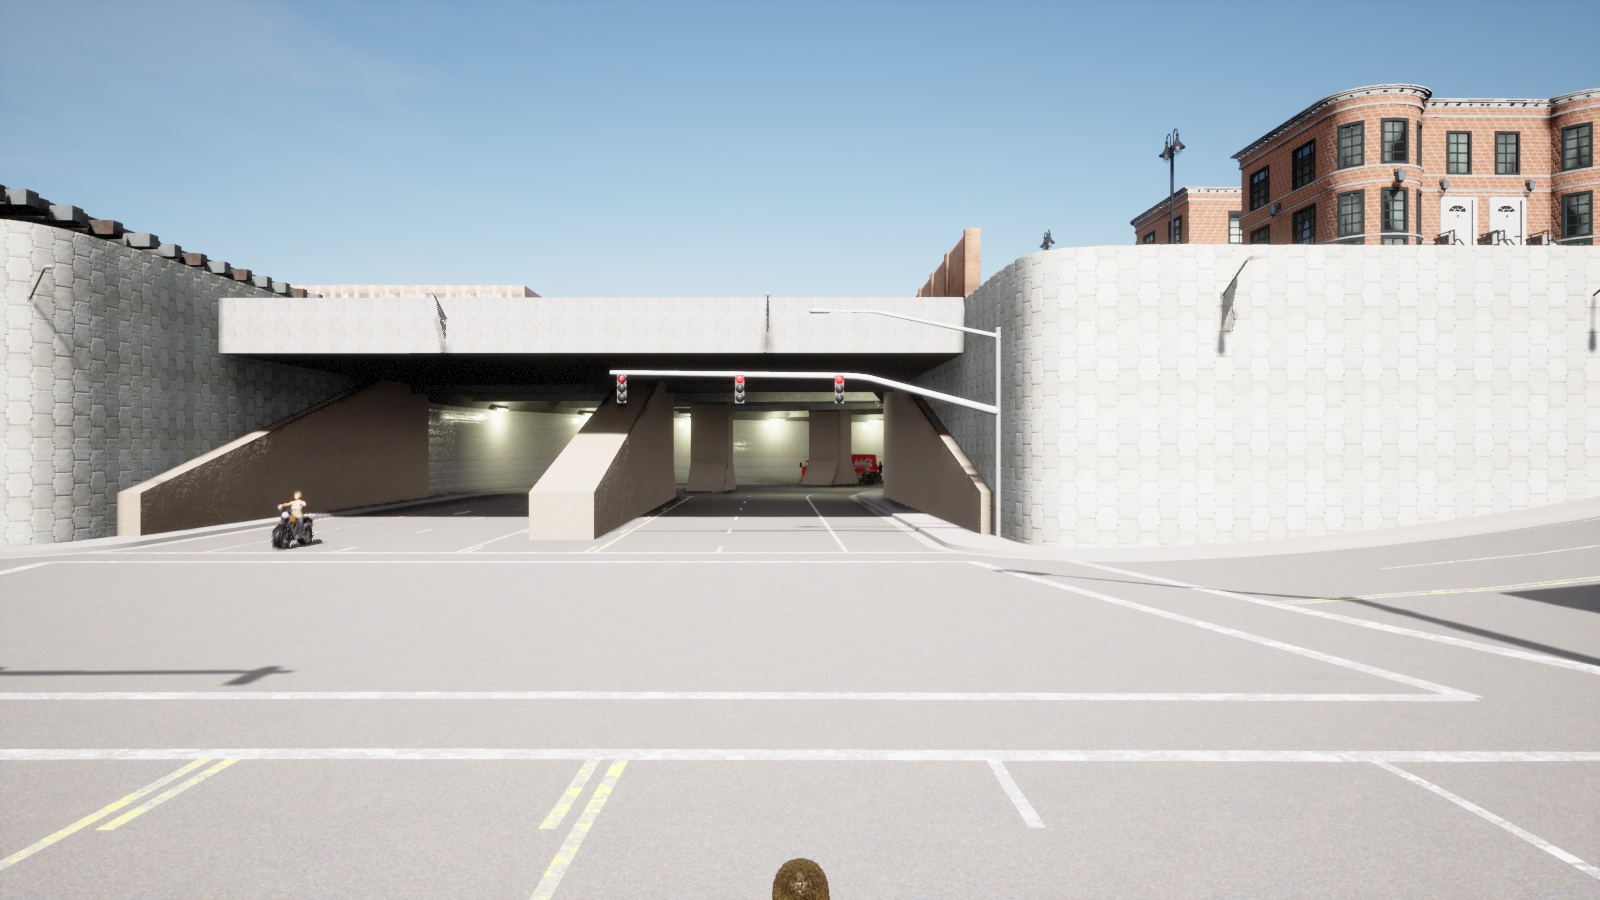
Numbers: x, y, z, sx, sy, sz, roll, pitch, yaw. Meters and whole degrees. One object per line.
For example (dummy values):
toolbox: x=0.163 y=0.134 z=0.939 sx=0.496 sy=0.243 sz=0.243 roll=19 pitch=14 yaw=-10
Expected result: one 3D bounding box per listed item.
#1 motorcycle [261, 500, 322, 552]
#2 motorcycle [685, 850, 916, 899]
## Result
motorcycle: x=-14.490 y=2.142 z=32.650 sx=0.764 sy=1.332 sz=2.356 roll=0 pitch=0 yaw=-2
motorcycle: x=0.004 y=2.174 z=3.443 sx=0.803 sy=1.224 sz=2.033 roll=0 pitch=0 yaw=0
